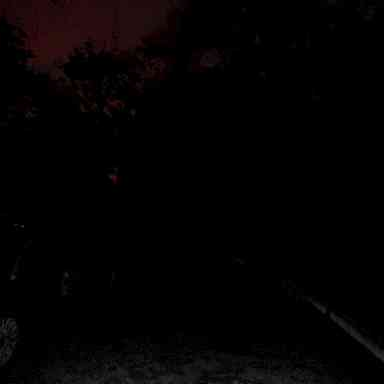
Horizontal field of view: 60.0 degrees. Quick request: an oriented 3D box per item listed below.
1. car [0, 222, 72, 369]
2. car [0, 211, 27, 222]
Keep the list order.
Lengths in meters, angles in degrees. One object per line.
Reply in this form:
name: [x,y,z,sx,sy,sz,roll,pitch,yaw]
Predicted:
car: [-3.473,1.537,5.709,2.128,1.511,4.902,0,0,-6]
car: [-12.636,1.910,20.810,4.674,1.442,1.812,-1,-4,11]
